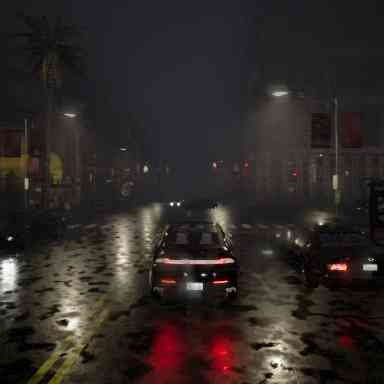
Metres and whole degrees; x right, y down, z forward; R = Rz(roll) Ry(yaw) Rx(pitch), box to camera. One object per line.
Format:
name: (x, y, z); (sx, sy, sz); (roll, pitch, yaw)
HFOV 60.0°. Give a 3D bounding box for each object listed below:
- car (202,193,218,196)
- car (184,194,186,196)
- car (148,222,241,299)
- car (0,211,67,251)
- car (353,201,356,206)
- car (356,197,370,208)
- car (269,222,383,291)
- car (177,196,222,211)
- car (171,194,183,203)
car: (3.619, 1.352, 68.568); (2.097, 1.767, 4.553); (0, 0, 0)
car: (-2.713, 1.355, 91.427); (2.097, 1.767, 4.553); (0, 0, 10)
car: (0.060, 1.492, 8.425); (2.128, 1.511, 4.902); (0, 0, 0)
car: (-7.108, 1.547, 14.264); (2.033, 1.411, 5.357); (0, 0, 0)
car: (26.043, 1.478, 48.297); (5.008, 1.535, 1.882); (0, 0, 0)
car: (25.415, 1.500, 44.787); (4.892, 1.490, 1.837); (-1, 0, 0)
car: (3.563, 1.547, 9.127); (2.033, 1.411, 5.357); (0, 0, 0)
car: (0.968, 1.526, 41.420); (4.674, 1.442, 1.812); (0, -1, -32)
car: (-3.492, 1.595, 71.623); (1.895, 1.301, 4.718); (0, 0, 0)
